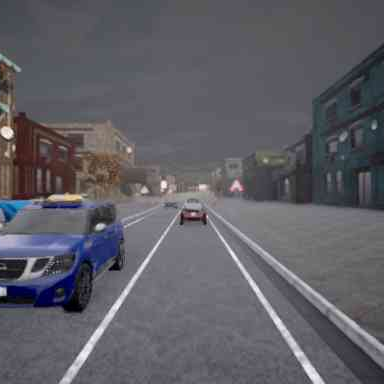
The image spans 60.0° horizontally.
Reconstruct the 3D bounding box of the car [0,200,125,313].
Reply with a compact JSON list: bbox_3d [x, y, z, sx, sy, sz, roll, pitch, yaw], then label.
[{"bbox_3d":[-3.101,1.247,8.082,2.150,2.045,5.566,0,0,0],"label":"car"}]

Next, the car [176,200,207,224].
[{"bbox_3d":[0.097,1.620,25.961,2.163,1.488,4.792,0,0,0],"label":"car"}]

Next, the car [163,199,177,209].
[{"bbox_3d":[-3.089,1.762,48.892,2.033,1.411,5.357,0,0,0],"label":"car"}]

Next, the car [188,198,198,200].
[{"bbox_3d":[0.088,1.629,44.091,2.033,1.649,4.856,0,0,0],"label":"car"}]
